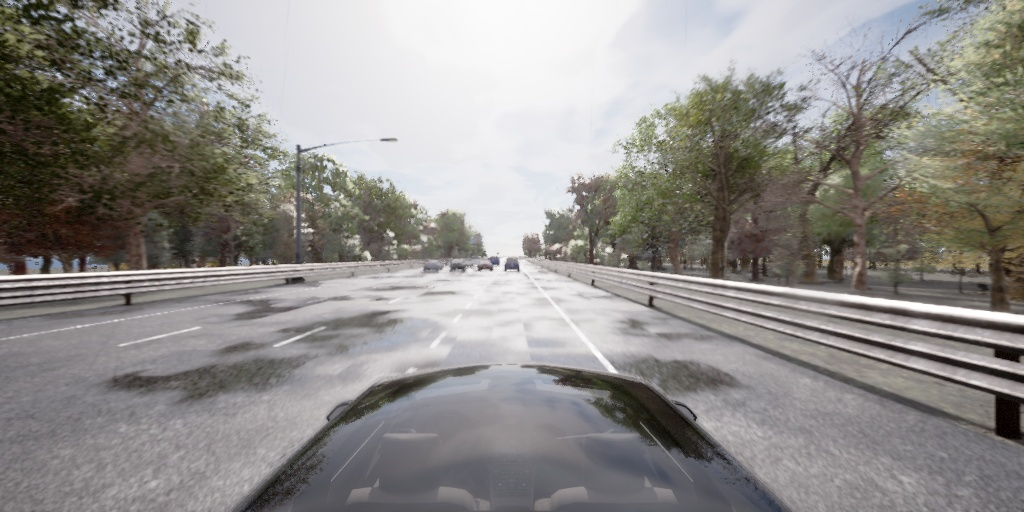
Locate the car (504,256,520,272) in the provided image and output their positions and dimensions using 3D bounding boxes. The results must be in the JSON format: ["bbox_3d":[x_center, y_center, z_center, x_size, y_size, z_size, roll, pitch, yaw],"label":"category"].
[{"bbox_3d":[0.004,1.127,47.966,2.097,1.767,4.553,0,0,0],"label":"car"}]

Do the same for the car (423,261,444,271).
[{"bbox_3d":[-10.496,1.339,48.129,1.994,1.385,4.181,0,0,0],"label":"car"}]

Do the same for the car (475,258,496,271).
[{"bbox_3d":[-3.495,1.301,48.029,1.812,1.442,4.674,0,0,0],"label":"car"}]

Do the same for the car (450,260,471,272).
[{"bbox_3d":[-6.995,1.282,47.667,1.837,1.490,4.892,0,0,0],"label":"car"}]
